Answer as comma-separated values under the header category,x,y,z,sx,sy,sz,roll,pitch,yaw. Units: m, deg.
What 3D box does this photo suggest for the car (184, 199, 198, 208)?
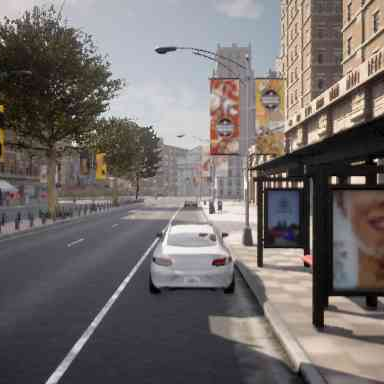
category,x,y,z,sx,sy,sz,roll,pitch,yaw
car,-0.146,1.585,47.903,1.895,1.301,4.718,0,0,0

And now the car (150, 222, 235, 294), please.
category,x,y,z,sx,sy,sz,roll,pitch,yaw
car,0.003,1.516,8.650,1.812,1.442,4.674,0,0,0
